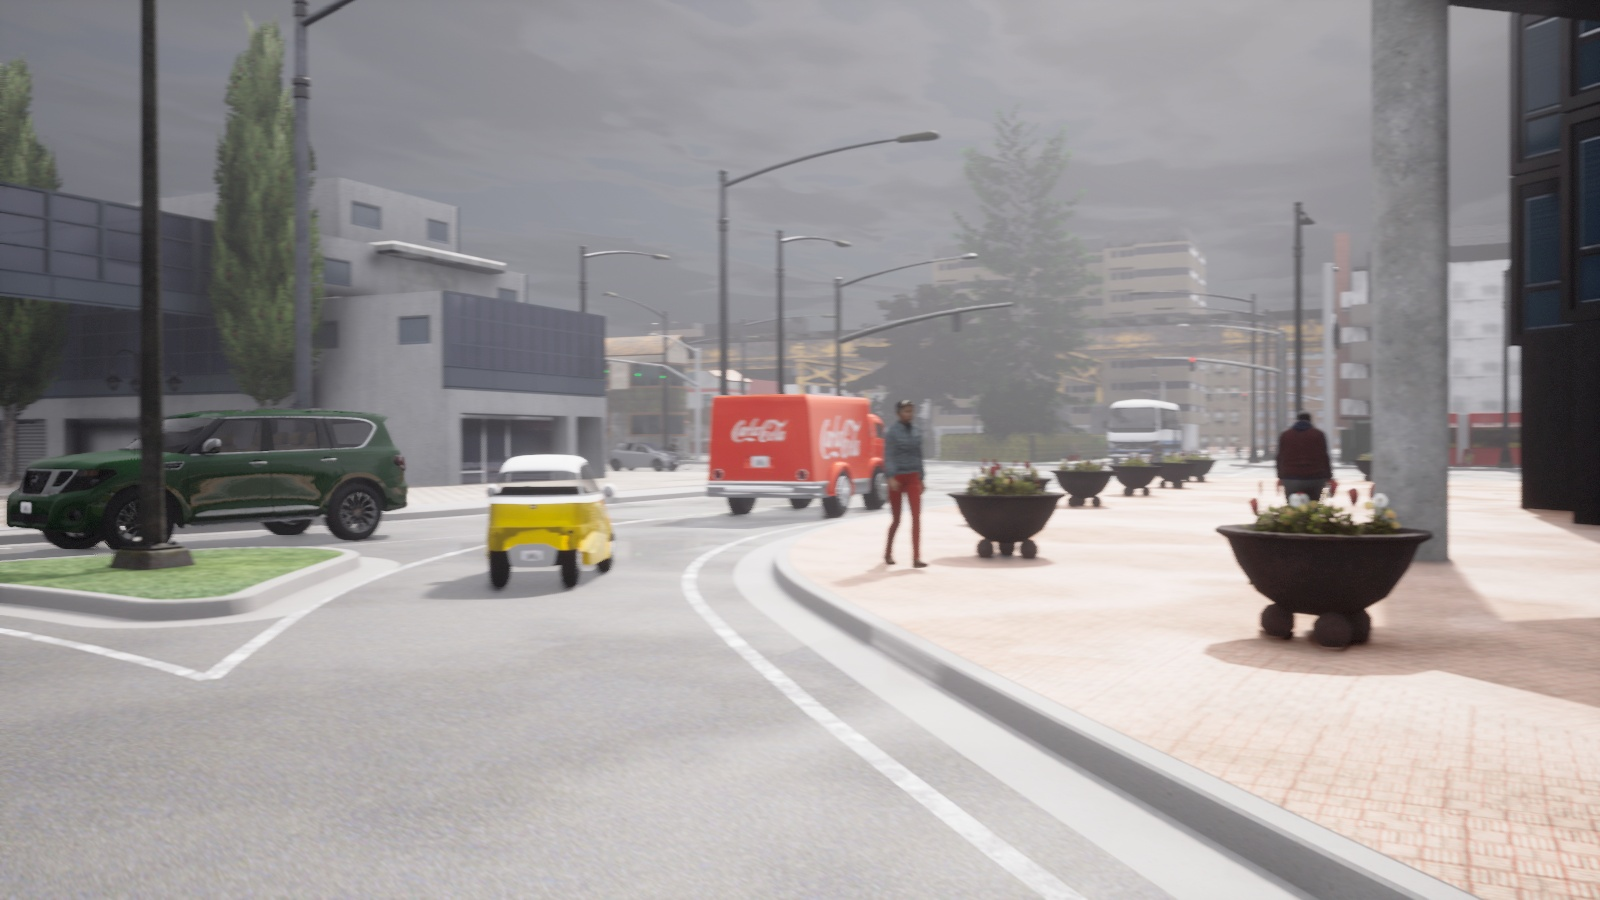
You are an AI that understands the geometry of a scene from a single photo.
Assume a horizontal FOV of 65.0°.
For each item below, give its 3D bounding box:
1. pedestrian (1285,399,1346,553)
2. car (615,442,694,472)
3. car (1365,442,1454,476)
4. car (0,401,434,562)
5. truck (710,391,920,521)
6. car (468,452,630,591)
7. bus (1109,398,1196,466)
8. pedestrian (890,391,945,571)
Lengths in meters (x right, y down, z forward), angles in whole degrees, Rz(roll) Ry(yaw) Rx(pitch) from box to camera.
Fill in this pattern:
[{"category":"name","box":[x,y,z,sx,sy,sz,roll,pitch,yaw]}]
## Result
[{"category":"pedestrian","box":[6.403,0.312,15.587,0.634,1.844,0.899,0,0,27]},{"category":"car","box":[-7.500,0.358,64.646,3.633,1.501,1.845,0,1,25]},{"category":"car","box":[28.777,0.401,59.401,3.705,1.549,1.789,1,1,25]},{"category":"car","box":[-8.492,0.379,18.811,2.150,2.045,5.566,0,0,37]},{"category":"truck","box":[0.473,0.102,26.841,2.627,2.467,5.204,0,0,24]},{"category":"car","box":[-2.714,0.727,13.939,1.481,1.376,2.207,0,1,-4]},{"category":"bus","box":[23.747,-1.183,84.209,3.944,4.253,10.273,0,0,25]},{"category":"pedestrian","box":[1.234,0.316,13.192,0.353,1.847,0.614,0,0,-18]}]
